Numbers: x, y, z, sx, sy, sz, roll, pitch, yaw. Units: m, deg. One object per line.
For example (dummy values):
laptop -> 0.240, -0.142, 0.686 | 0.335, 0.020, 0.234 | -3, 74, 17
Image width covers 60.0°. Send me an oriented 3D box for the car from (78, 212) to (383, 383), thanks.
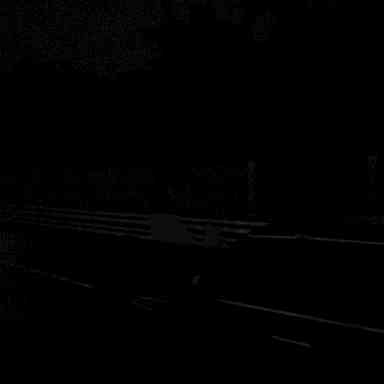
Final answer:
car -> 1.353, 1.218, 3.039 | 5.566, 2.045, 2.150 | 1, 0, 36
